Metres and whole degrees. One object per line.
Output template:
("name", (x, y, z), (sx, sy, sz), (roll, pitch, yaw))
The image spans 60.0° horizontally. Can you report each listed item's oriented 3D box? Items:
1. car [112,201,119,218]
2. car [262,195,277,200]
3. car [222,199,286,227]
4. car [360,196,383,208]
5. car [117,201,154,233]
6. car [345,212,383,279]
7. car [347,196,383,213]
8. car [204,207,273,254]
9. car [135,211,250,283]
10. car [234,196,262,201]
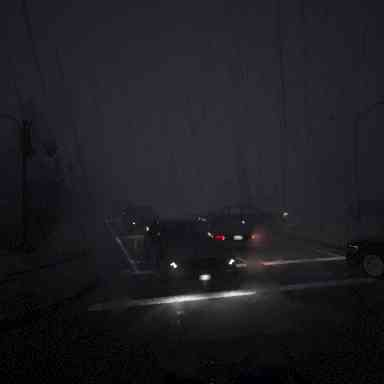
("car", (-6.258, 1.515, 30.098), (2.033, 1.411, 5.357), (0, 0, -17))
("car", (10.355, 1.277, 47.111), (2.152, 1.636, 5.027), (0, 0, -17))
("car", (2.849, 1.466, 19.893), (5.357, 1.411, 2.033), (-3, 1, -15))
("car", (23.911, 1.274, 43.180), (1.845, 1.501, 3.633), (0, 0, -17))
("car", (-3.101, 1.529, 19.945), (2.033, 1.411, 5.357), (0, 0, -17))
("car", (6.531, 1.475, 8.238), (5.008, 1.535, 1.882), (0, 0, 39))
("car", (15.598, 1.356, 29.196), (1.970, 1.475, 3.806), (0, 0, -17))
("car", (1.351, 1.538, 13.389), (2.033, 1.411, 5.357), (0, 0, -4))
("car", (-0.371, 1.543, 10.110), (2.033, 1.411, 5.357), (0, 0, -15))
("car", (7.366, 1.287, 46.156), (2.007, 1.523, 4.514), (0, 0, -17))
